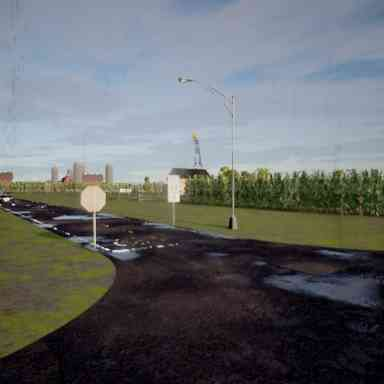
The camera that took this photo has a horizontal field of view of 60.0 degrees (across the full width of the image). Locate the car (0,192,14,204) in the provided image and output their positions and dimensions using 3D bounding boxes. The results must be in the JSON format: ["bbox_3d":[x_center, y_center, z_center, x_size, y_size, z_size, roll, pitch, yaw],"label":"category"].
[{"bbox_3d":[-25.441,0.770,45.158,2.128,1.511,4.902,-1,1,-36],"label":"car"}]
